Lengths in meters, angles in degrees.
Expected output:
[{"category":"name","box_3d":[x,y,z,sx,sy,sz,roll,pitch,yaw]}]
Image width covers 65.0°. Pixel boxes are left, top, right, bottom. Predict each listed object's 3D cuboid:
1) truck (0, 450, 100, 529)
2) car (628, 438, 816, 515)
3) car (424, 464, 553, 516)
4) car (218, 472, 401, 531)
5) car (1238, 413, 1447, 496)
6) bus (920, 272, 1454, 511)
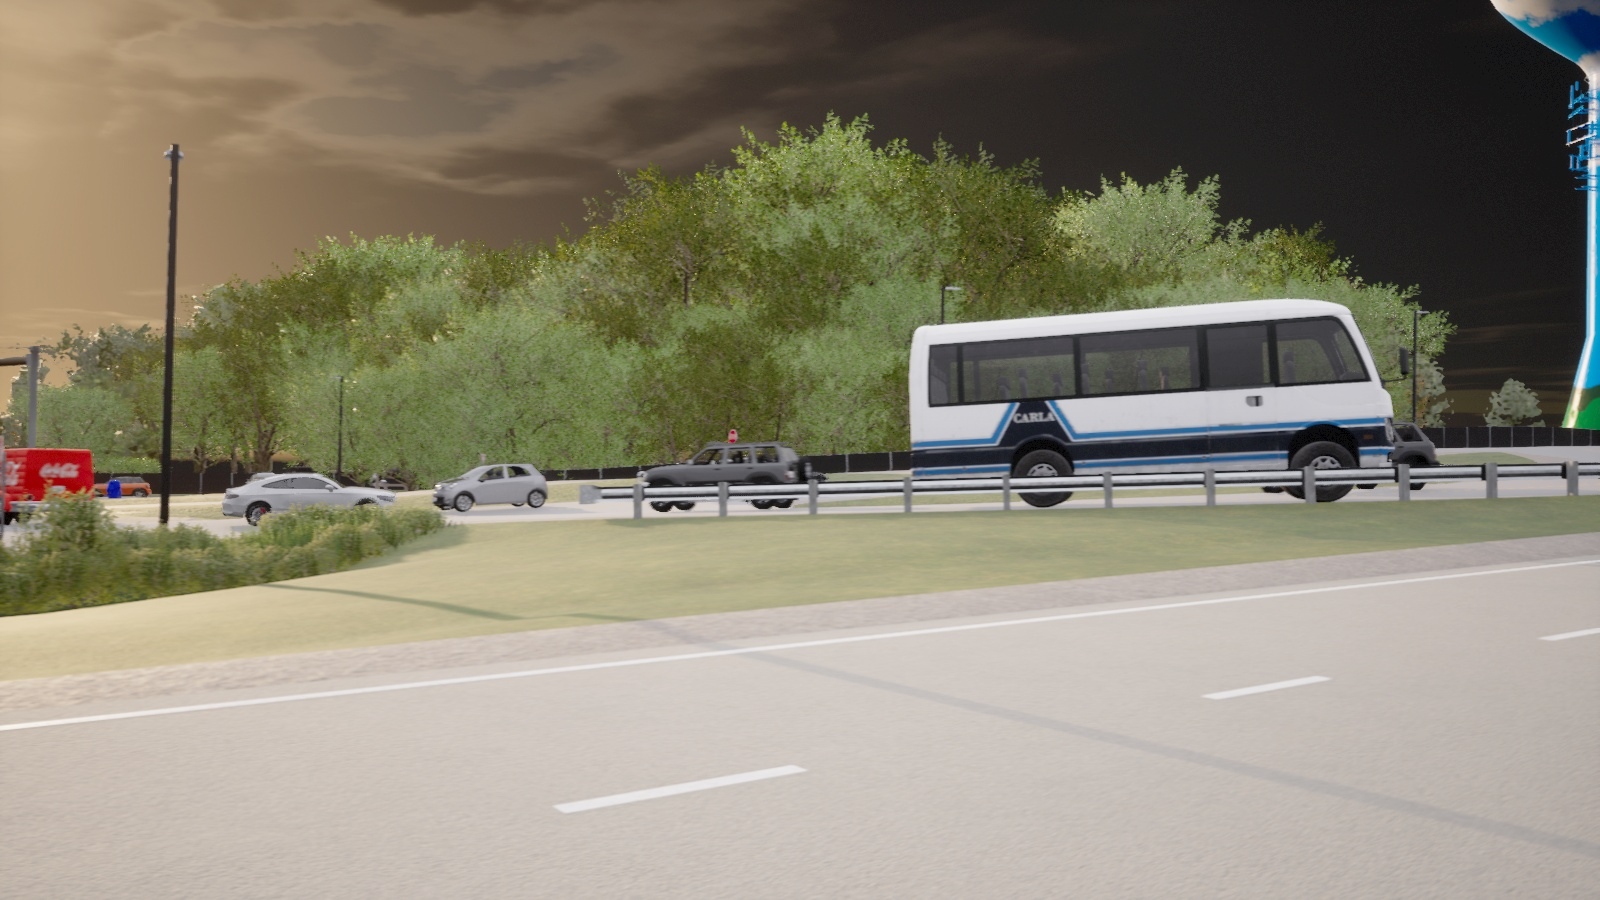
[{"category":"truck","box_3d":[-26.064,1.351,41.813,5.204,2.467,2.627,-2,-2,32]},{"category":"car","box_3d":[-2.086,0.728,33.844,4.605,1.855,1.932,-3,-2,16]},{"category":"car","box_3d":[-10.219,1.287,41.280,3.633,1.501,1.845,-2,1,-36]},{"category":"car","box_3d":[-13.861,1.432,35.747,4.674,1.442,1.812,-1,0,-16]},{"category":"car","box_3d":[13.657,0.094,31.656,4.605,1.855,1.932,-2,0,-16]},{"category":"bus","box_3d":[8.148,-0.997,27.688,10.273,4.253,3.944,-3,-3,15]}]
